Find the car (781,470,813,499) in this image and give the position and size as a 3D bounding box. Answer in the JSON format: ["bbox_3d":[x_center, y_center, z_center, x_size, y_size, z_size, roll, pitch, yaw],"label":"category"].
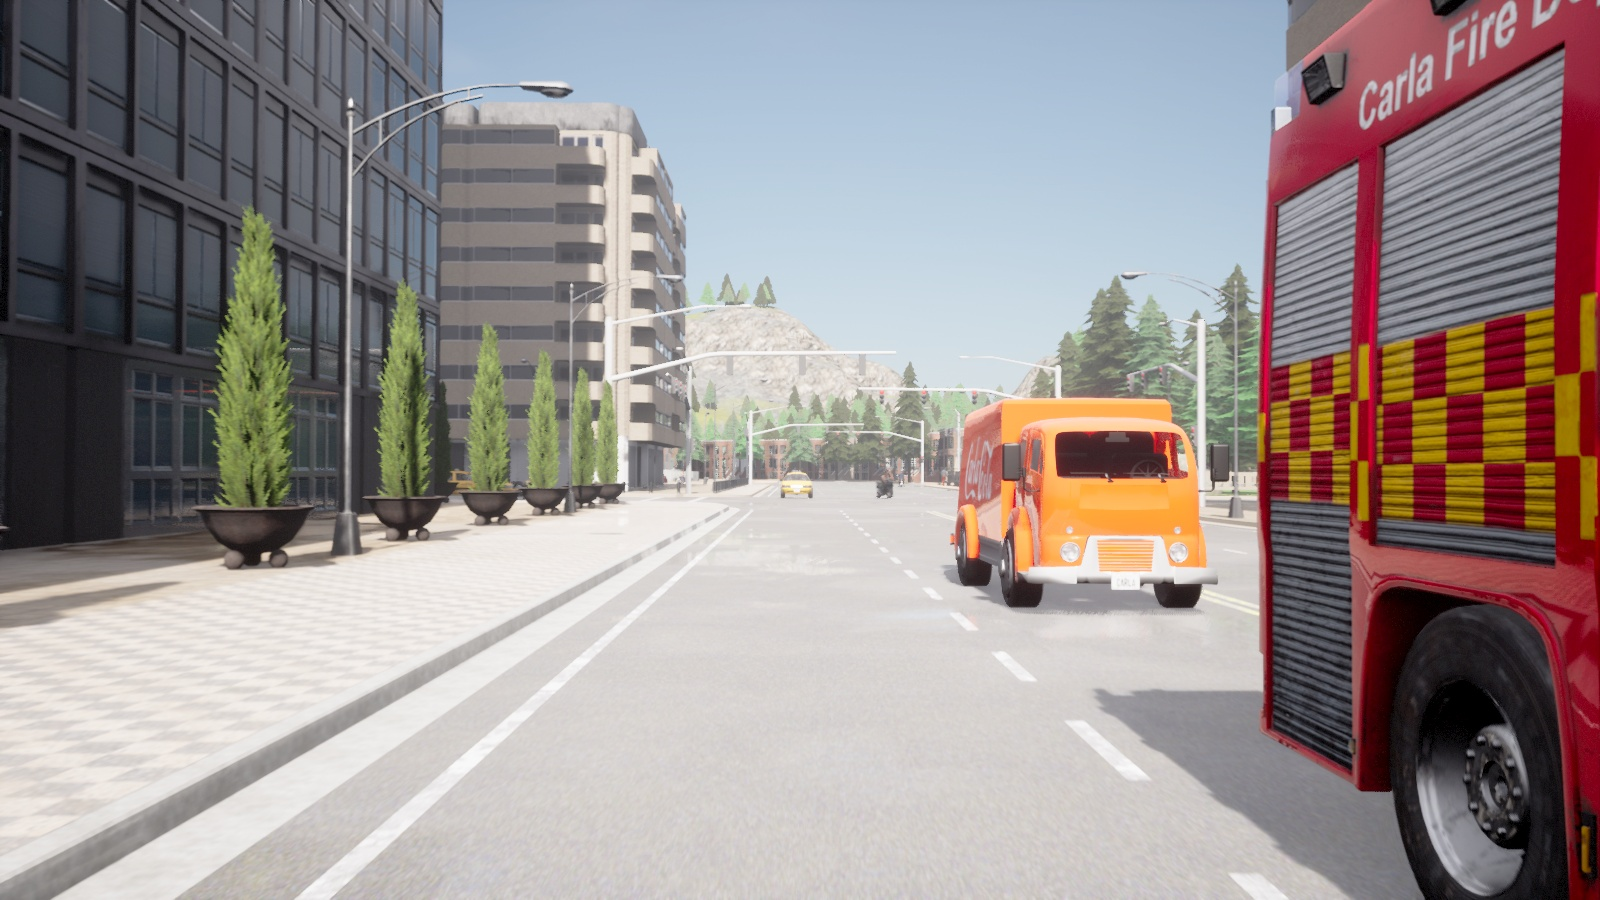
[{"bbox_3d":[-0.171,1.917,71.547,1.801,1.575,5.366,0,-1,0],"label":"car"}]

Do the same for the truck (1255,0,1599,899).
[{"bbox_3d":[3.492,-0.341,1.339,2.891,3.827,8.468,0,-1,0],"label":"truck"}]

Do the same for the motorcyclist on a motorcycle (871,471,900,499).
[{"bbox_3d":[4.799,1.941,70.607,0.797,1.523,2.044,2,-2,-22],"label":"motorcyclist on a motorcycle"}]

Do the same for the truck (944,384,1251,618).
[{"bbox_3d":[3.459,0.583,15.953,2.627,2.467,5.204,0,-1,0],"label":"truck"}]

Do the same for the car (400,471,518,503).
[{"bbox_3d":[-16.933,1.820,62.470,5.366,1.575,1.801,0,-1,0],"label":"car"}]
